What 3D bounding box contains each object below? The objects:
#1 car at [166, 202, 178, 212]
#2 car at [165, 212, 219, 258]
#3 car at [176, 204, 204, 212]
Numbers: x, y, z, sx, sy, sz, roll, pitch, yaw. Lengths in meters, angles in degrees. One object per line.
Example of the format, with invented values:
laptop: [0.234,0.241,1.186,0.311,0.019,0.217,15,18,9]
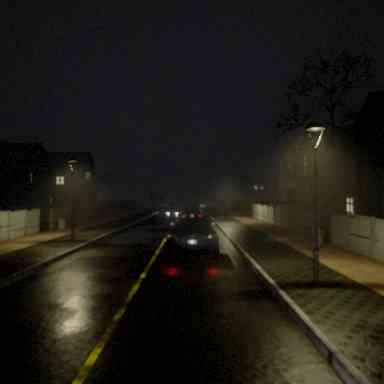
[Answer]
car: [-2.755,2.223,49.545,2.033,1.411,5.357,0,-1,0]
car: [0.024,1.709,13.466,1.994,1.385,4.181,0,-1,0]
car: [0.014,1.885,27.529,2.033,1.411,5.357,0,-1,0]
